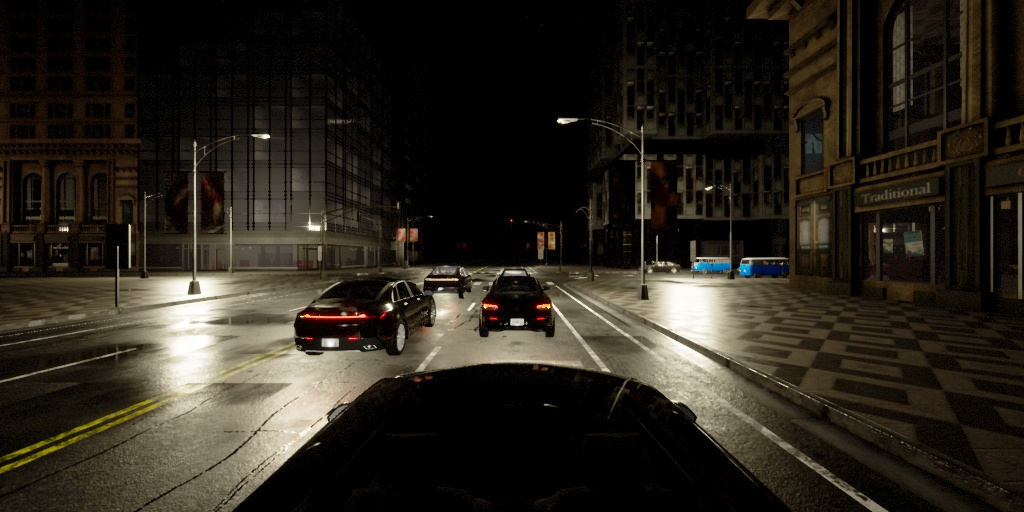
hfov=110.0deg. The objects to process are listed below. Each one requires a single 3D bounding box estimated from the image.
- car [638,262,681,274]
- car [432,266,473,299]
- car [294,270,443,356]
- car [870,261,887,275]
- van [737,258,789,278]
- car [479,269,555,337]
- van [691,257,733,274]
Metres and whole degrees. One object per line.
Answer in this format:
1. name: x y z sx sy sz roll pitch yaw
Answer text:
1. car: 15.981 1.263 38.867 4.403 1.370 2.007 0 0 0
2. car: -3.106 1.241 18.034 2.128 1.511 4.902 0 0 0
3. car: -3.133 1.255 8.620 1.837 1.490 4.892 0 0 0
4. car: 32.778 1.252 30.223 4.207 1.307 1.802 0 0 0
5. van: 21.541 1.032 30.303 3.998 1.789 1.690 0 0 0
6. car: 0.123 1.276 10.115 1.812 1.442 4.674 0 0 0
7. van: 21.600 1.042 38.827 3.998 1.789 1.690 0 0 0
